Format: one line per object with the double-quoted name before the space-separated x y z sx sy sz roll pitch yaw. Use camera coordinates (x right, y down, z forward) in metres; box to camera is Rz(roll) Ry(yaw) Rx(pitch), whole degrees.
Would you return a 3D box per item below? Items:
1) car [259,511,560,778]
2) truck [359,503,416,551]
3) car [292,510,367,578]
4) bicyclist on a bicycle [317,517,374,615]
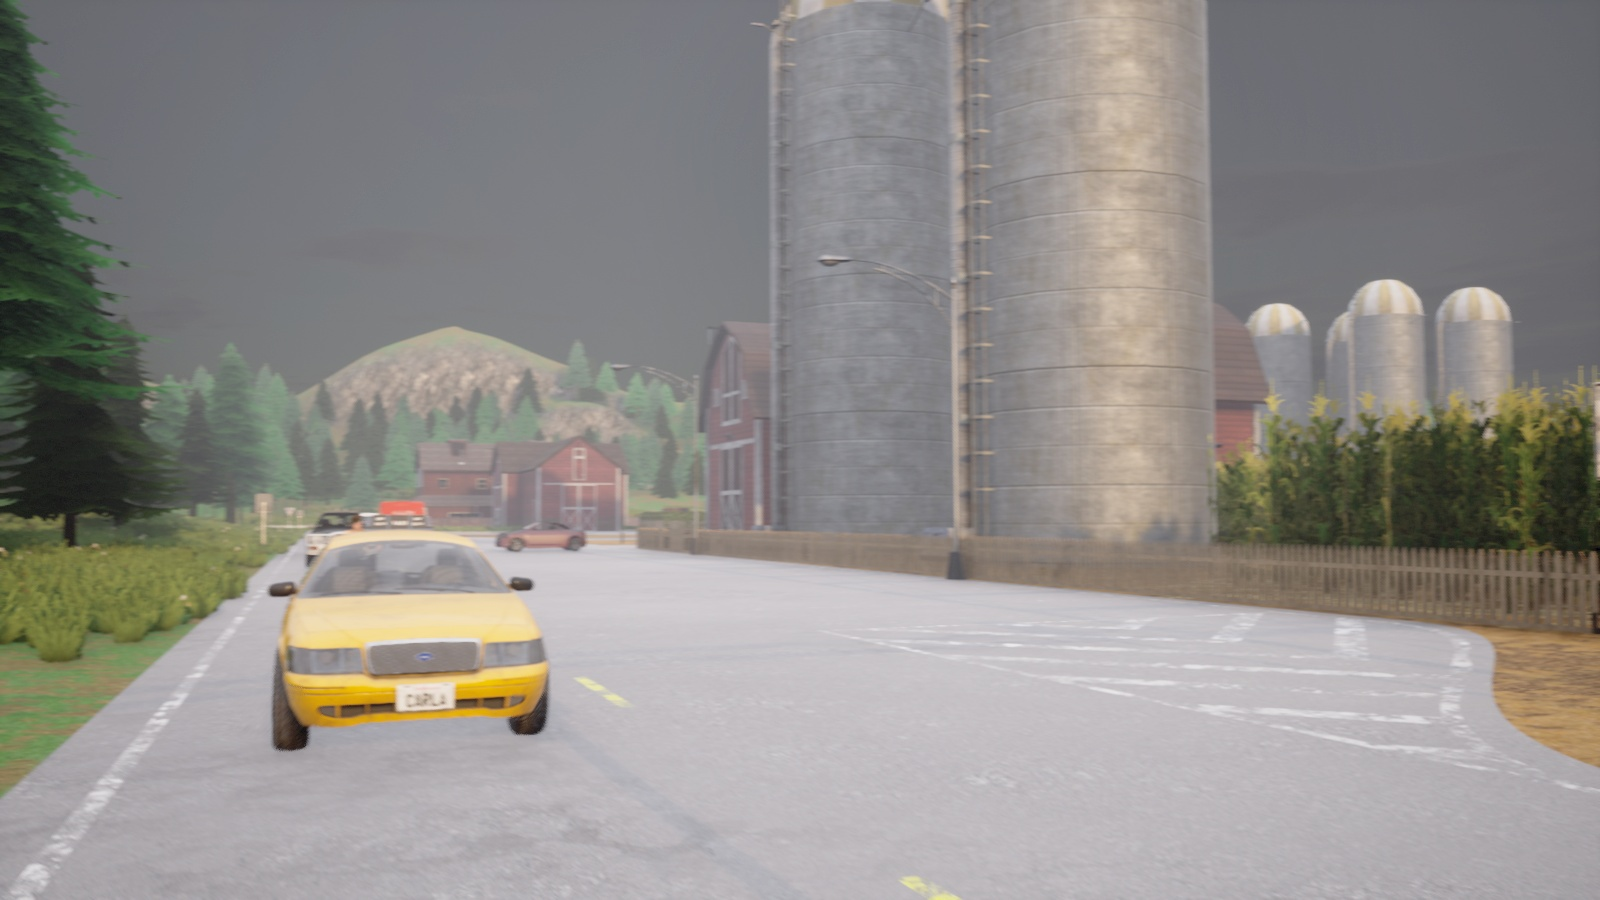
"car" -3.388 1.320 10.365 1.801 1.575 5.366 0 -3 -22
"truck" -22.366 4.163 68.001 2.627 2.467 5.204 0 -3 -22
"car" -13.935 2.737 37.095 1.932 1.855 4.605 0 -3 -22
"bicyclist on a bicycle" -7.841 1.967 21.635 0.866 1.612 1.509 0 -3 -22
